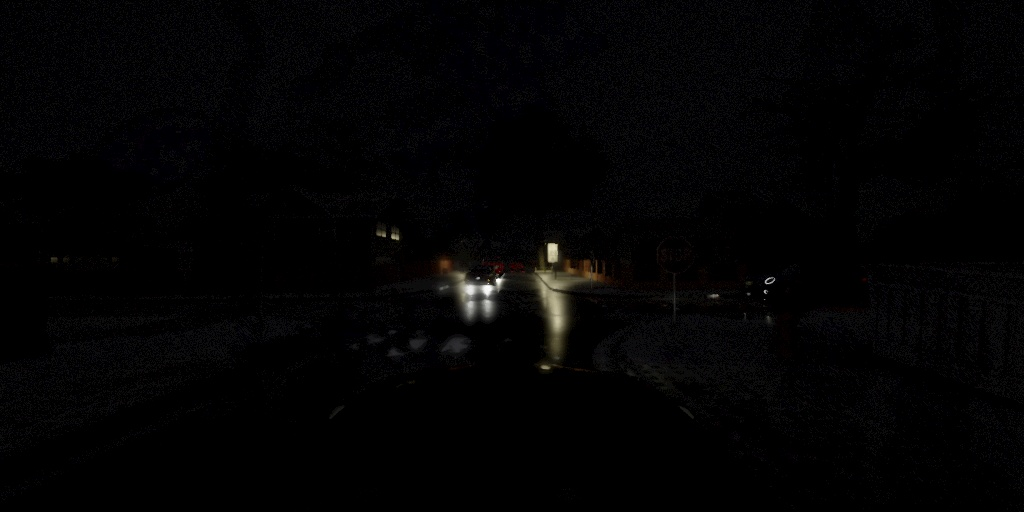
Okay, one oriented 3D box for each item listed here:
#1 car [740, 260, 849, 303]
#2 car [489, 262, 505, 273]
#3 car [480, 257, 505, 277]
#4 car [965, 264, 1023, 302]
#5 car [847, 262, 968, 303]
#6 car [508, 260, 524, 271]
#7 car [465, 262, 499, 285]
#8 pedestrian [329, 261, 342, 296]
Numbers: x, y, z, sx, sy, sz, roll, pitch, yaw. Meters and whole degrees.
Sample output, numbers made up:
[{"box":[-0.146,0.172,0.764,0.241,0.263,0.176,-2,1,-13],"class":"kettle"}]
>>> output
[{"box":[12.203,0.989,15.039,4.553,1.767,2.097,-1,-2,2],"class":"car"},{"box":[-1.926,1.497,47.065,1.994,1.385,4.181,0,-1,0],"class":"car"},{"box":[-2.025,1.076,37.119,2.150,2.045,5.566,0,0,1],"class":"car"},{"box":[22.146,1.040,14.683,4.674,1.442,1.812,-1,-2,2],"class":"car"},{"box":[14.930,0.985,12.125,5.008,1.535,1.882,-1,-2,4],"class":"car"},{"box":[0.560,1.394,57.040,2.097,1.767,4.553,0,-1,-7],"class":"car"},{"box":[-2.268,1.363,26.600,1.994,1.385,4.181,0,0,2],"class":"car"},{"box":[-9.280,1.157,18.748,0.375,1.860,0.375,0,-1,2],"class":"pedestrian"}]
